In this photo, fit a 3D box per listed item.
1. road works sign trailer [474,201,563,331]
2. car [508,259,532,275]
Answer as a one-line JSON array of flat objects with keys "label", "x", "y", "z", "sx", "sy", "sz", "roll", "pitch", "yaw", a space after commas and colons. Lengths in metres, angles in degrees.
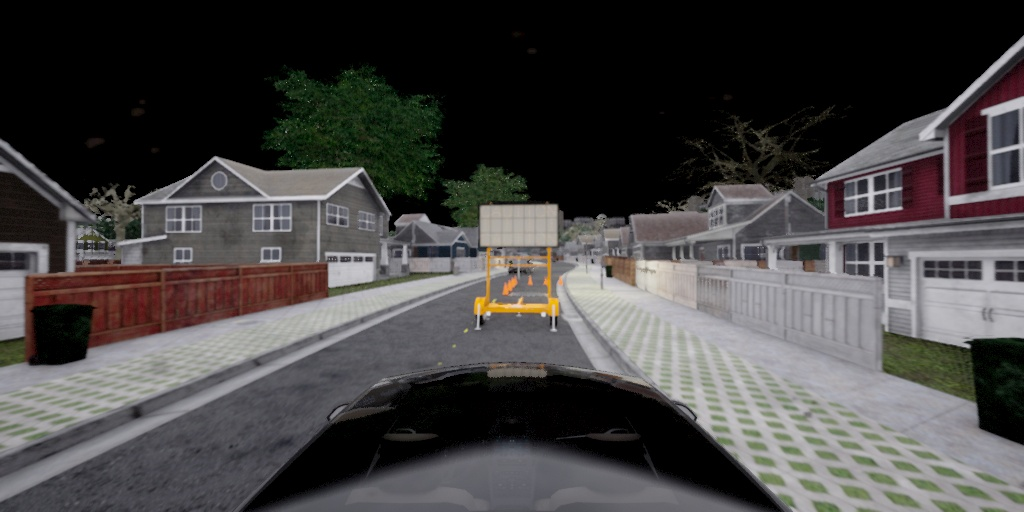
[{"label": "road works sign trailer", "x": 0.212, "y": 0.159, "z": 10.832, "sx": 2.380, "sy": 3.560, "sz": 2.880, "roll": 0, "pitch": 0, "yaw": 5}, {"label": "car", "x": 0.843, "y": 1.085, "z": 35.860, "sx": 1.837, "sy": 1.490, "sz": 4.892, "roll": 0, "pitch": 0, "yaw": 12}]
